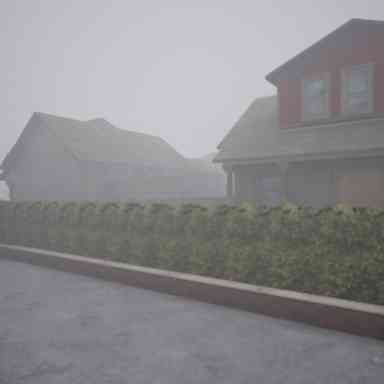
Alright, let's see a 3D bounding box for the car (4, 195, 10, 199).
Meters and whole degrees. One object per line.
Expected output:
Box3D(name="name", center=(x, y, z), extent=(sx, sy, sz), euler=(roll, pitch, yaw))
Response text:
Box3D(name="car", center=(-41.510, 1.702, 75.861), extent=(3.866, 1.878, 1.905), euler=(-1, 0, 36))
